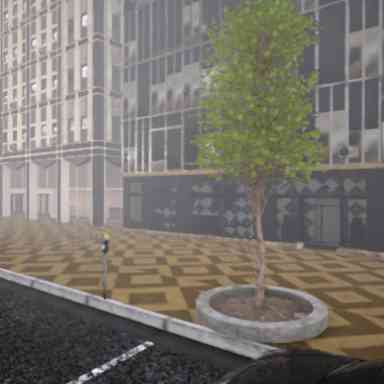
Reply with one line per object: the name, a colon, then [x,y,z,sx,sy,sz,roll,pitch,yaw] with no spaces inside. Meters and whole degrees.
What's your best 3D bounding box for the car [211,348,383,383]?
car: [1.869,1.571,1.544,4.313,1.339,1.947,0,0,36]
